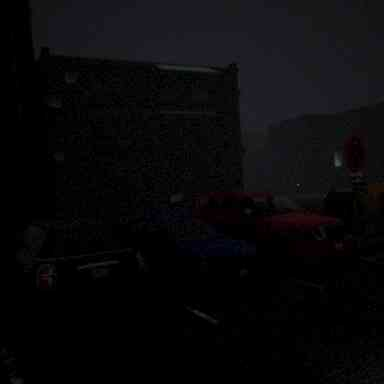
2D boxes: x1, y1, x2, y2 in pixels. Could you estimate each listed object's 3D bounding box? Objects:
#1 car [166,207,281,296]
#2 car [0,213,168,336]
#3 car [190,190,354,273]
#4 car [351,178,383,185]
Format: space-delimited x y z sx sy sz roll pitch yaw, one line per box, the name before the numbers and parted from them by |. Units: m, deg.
car | -0.419 1.349 8.719 2.097 1.535 5.008 -2 1 -36
car | -2.701 1.310 7.042 2.185 1.767 4.553 -2 1 -36
car | 1.987 0.984 10.398 2.435 2.045 5.566 -3 1 -36
car | 17.557 -0.548 34.141 2.097 1.767 4.553 -5 1 -19
